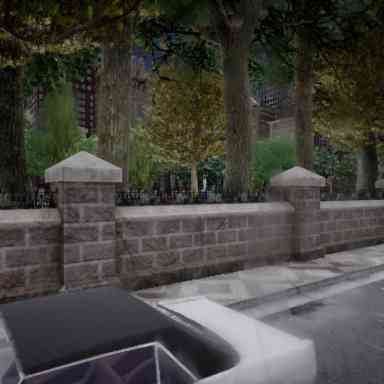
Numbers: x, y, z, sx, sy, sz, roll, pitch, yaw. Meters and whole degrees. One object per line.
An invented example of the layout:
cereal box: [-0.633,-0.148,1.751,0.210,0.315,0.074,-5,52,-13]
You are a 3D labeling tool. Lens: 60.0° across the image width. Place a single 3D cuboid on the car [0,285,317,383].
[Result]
car: [-1.233,1.601,2.503,4.718,1.301,1.895,0,0,-35]
